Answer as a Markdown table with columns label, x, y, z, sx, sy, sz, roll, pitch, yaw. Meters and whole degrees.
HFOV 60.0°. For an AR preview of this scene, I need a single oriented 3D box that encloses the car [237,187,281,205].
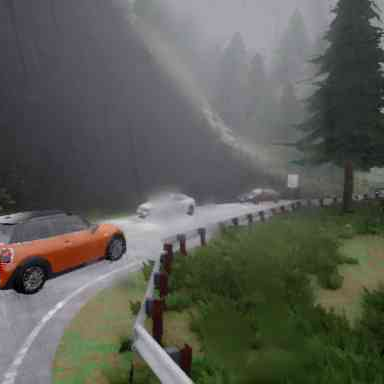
| label | x | y | z | sx | sy | sz | roll | pitch | yaw |
| --- | --- | --- | --- | --- | --- | --- | --- | --- | --- |
| car | 6.145 | 0.328 | 30.122 | 4.674 | 1.442 | 1.812 | -3 | 3 | -39 |

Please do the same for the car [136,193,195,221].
| label | x | y | z | sx | sy | sz | roll | pitch | yaw |
| --- | --- | --- | --- | --- | --- | --- | --- | --- | --- |
| car | -1.464 | 0.808 | 20.584 | 1.812 | 1.442 | 4.674 | 3 | 4 | 30 |

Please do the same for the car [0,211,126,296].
| label | x | y | z | sx | sy | sz | roll | pitch | yaw |
| --- | --- | --- | --- | --- | --- | --- | --- | --- | --- |
| car | -3.802 | 1.296 | 9.216 | 2.097 | 1.767 | 4.553 | 2 | 4 | 24 |
